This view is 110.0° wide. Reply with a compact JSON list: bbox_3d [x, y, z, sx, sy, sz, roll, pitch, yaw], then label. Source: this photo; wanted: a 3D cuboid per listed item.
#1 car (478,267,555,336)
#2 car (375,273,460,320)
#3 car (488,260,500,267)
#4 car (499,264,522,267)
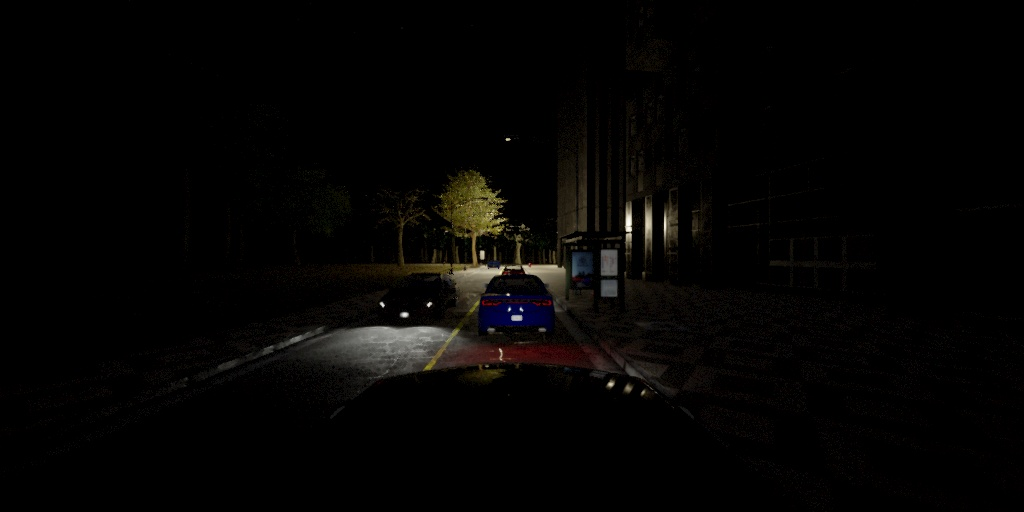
[{"bbox_3d":[0.110,1.242,10.490,1.882,1.535,5.008,0,0,0],"label":"car"},{"bbox_3d":[-3.088,1.320,12.970,2.033,1.411,5.357,0,0,0],"label":"car"},{"bbox_3d":[-2.945,1.390,59.077,1.882,1.535,5.008,0,0,0],"label":"car"},{"bbox_3d":[0.129,1.431,30.274,1.895,1.301,4.718,0,0,0],"label":"car"}]
